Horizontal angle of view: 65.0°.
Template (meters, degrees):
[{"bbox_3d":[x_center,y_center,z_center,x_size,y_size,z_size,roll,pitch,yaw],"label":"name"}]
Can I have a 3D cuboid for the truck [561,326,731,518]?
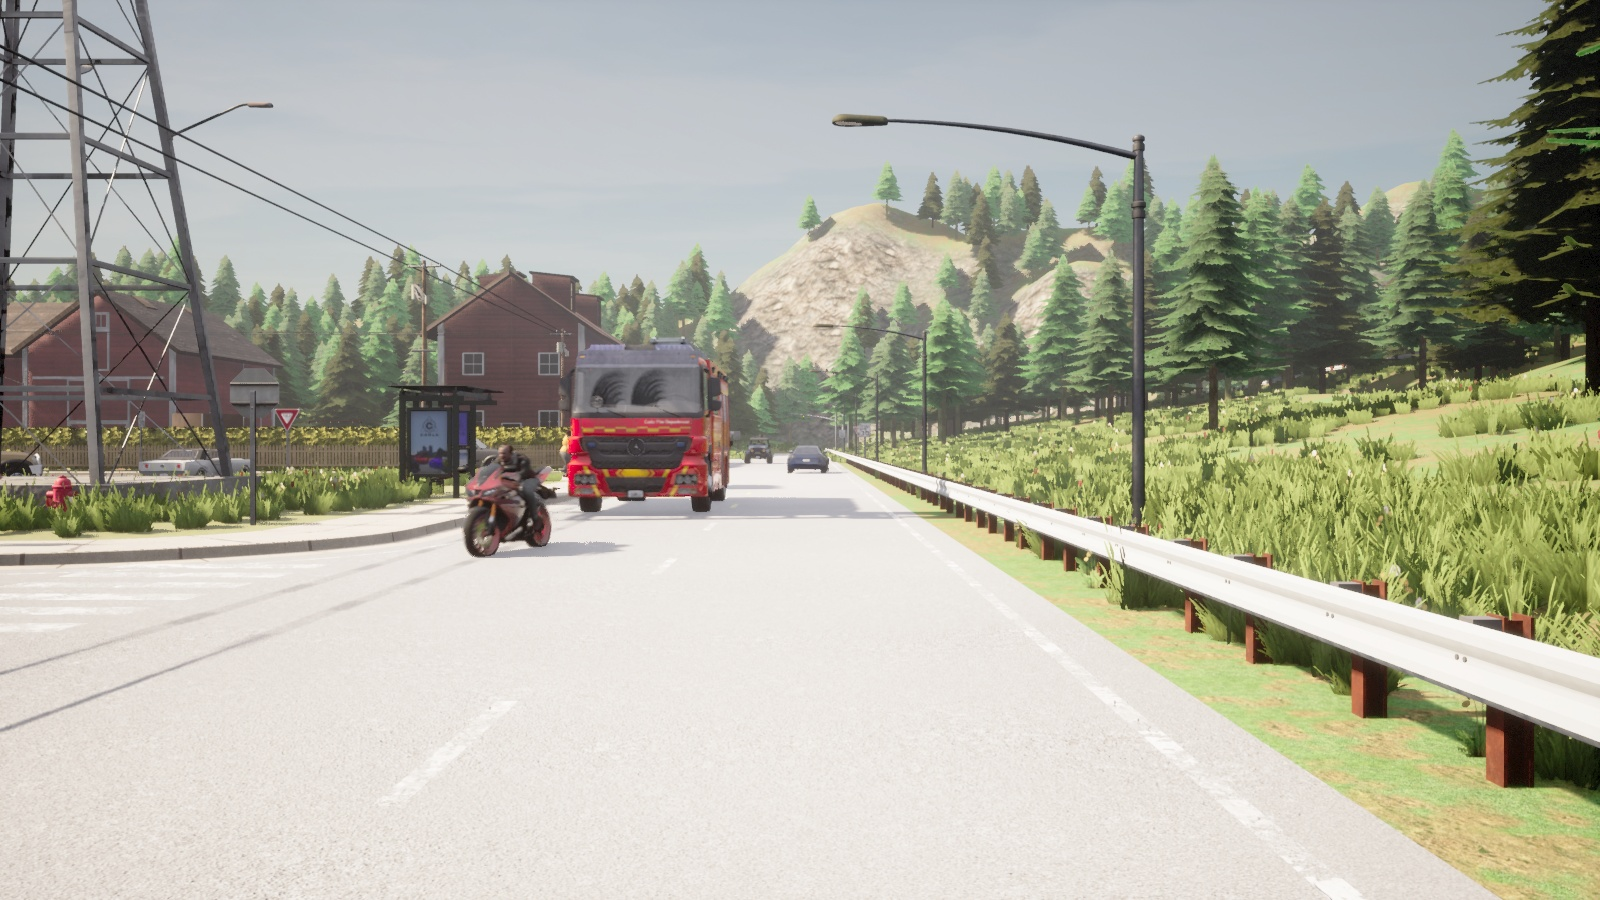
[{"bbox_3d":[-3.310,-0.587,29.358,2.891,3.827,8.468,0,0,0],"label":"truck"}]

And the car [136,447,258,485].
[{"bbox_3d":[-22.234,0.566,46.516,1.895,1.301,4.718,0,0,6],"label":"car"}]

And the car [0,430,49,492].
[{"bbox_3d":[-25.315,0.331,37.648,4.605,1.855,1.932,0,1,-37],"label":"car"}]

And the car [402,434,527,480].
[{"bbox_3d":[-13.768,0.260,51.718,4.605,1.855,1.932,0,0,0],"label":"car"}]

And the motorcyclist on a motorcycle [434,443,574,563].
[{"bbox_3d":[-3.999,0.681,17.182,0.866,1.530,2.191,-1,0,16],"label":"motorcyclist on a motorcycle"}]

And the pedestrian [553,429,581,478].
[{"bbox_3d":[-8.967,0.122,48.341,0.900,1.855,0.874,0,0,-21],"label":"pedestrian"}]

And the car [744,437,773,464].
[{"bbox_3d":[-2.946,0.034,89.562,1.905,1.878,3.866,0,0,0],"label":"car"}]

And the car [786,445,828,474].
[{"bbox_3d":[0.395,0.453,63.300,1.994,1.385,4.181,0,0,2],"label":"car"}]
